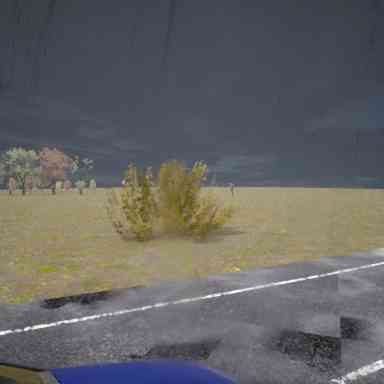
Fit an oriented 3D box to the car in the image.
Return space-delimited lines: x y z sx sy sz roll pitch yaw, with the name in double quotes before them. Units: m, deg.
"car" -1.439 1.525 1.250 4.674 1.442 1.812 0 0 -30
